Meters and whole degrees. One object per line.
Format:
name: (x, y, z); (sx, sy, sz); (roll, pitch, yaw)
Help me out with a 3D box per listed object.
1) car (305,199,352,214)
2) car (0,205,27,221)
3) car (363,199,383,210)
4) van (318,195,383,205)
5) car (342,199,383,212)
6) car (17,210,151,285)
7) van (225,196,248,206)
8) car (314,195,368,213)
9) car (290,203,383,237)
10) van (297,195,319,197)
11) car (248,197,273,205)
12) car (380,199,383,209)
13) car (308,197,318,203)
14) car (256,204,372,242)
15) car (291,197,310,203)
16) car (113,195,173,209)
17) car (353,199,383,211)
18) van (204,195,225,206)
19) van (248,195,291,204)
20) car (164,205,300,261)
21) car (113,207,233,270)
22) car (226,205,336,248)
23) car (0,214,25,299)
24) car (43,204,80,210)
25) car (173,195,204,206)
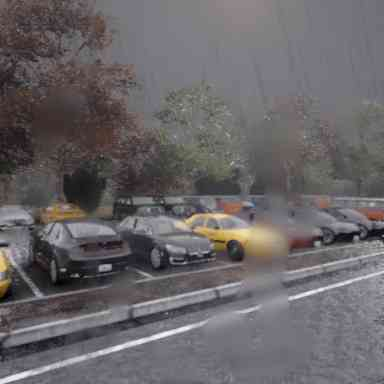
car: (16.184, 1.668, 39.708); (2.163, 1.488, 4.792); (1, 0, -35)
car: (-11.022, 1.544, 20.406); (2.002, 1.452, 4.674); (0, 0, -35)
car: (27.472, 1.819, 47.732); (2.163, 1.488, 4.792); (1, 0, -35)
van: (10.081, 1.317, 19.499); (1.878, 1.987, 4.442); (0, 0, -35)
car: (23.047, 1.726, 44.394); (1.946, 1.575, 5.366); (1, 0, -35)
car: (-3.424, 1.507, 9.748); (2.231, 1.521, 4.892); (0, 0, -35)
van: (2.562, 1.315, 30.202); (1.878, 1.987, 4.442); (0, 0, -35)
car: (18.410, 1.418, 41.361); (2.435, 2.045, 5.566); (1, 0, -35)
car: (7.902, 1.566, 17.772); (2.163, 1.488, 4.792); (0, 0, -35)
van: (13.743, 1.384, 38.151); (1.878, 1.987, 4.442); (1, 0, -35)
car: (4.883, 1.547, 31.716); (2.097, 1.535, 5.008); (0, 0, -35)
car: (31.872, 1.848, 50.890); (2.097, 1.535, 5.008); (1, 0, -35)
car: (11.534, 1.615, 36.473); (2.163, 1.488, 4.792); (1, 0, -35)
car: (5.640, 1.560, 16.163); (2.163, 1.488, 4.792); (0, 0, -35)
car: (9.383, 1.597, 34.944); (2.163, 1.488, 4.792); (0, 0, -35)
car: (-4.127, 1.271, 25.269); (2.435, 2.045, 5.566); (0, 0, -35)
car: (25.198, 1.799, 46.148); (2.002, 1.452, 4.674); (1, 0, -35)
van: (0.439, 1.309, 28.406); (1.878, 1.987, 4.442); (0, 0, -35)
van: (7.220, 1.330, 33.238); (1.878, 1.987, 4.442); (0, 0, -36)
car: (1.205, 1.515, 12.818); (1.946, 1.575, 5.366); (0, 0, -35)
car: (-1.169, 1.513, 11.366); (2.231, 1.521, 4.892); (0, 0, -35)
car: (3.377, 1.554, 14.555); (2.163, 1.488, 4.792); (0, 0, -35)
car: (-5.583, 1.497, 7.993); (1.946, 1.575, 5.366); (0, 0, -35)
car: (-8.657, 1.510, 22.076); (2.097, 1.535, 5.008); (0, 0, -35)
car: (-1.870, 1.278, 26.874); (2.435, 2.045, 5.566); (0, 0, -35)
